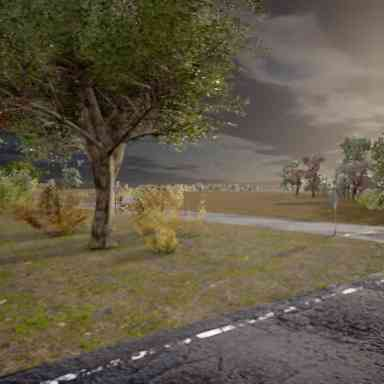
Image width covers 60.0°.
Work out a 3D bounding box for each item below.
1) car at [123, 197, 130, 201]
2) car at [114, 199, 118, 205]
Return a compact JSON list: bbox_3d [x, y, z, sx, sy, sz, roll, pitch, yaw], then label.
[{"bbox_3d":[-7.015,1.365,41.118,2.097,1.767,4.553,1,0,-35],"label":"car"},{"bbox_3d":[-14.489,1.647,57.296,1.895,1.301,4.718,1,0,-35],"label":"car"}]
